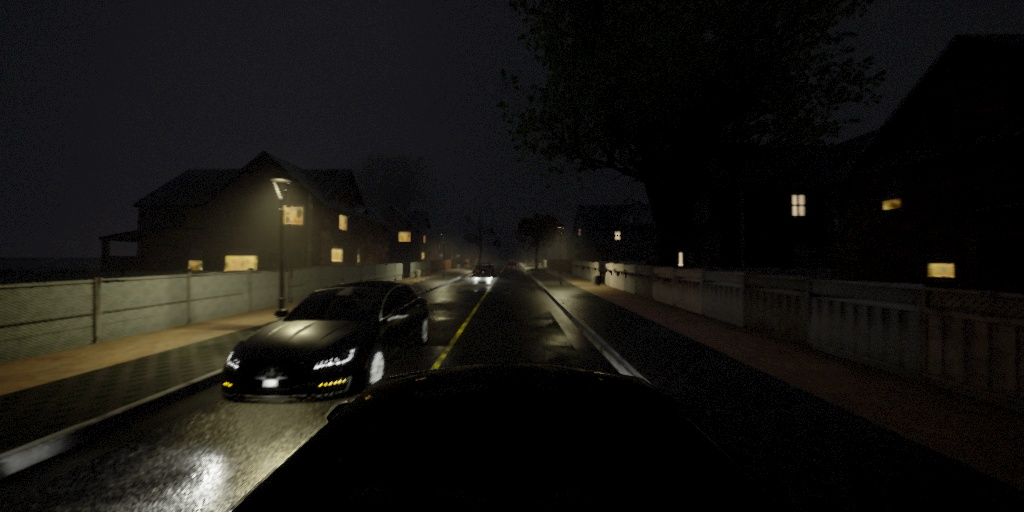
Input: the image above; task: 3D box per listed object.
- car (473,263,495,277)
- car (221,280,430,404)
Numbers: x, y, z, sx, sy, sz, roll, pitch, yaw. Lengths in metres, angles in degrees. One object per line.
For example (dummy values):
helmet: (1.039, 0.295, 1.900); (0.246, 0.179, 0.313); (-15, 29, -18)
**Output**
car: (-2.769, 1.361, 36.365); (1.994, 1.385, 4.181); (0, 0, 0)
car: (-2.844, 1.258, 6.658); (1.837, 1.490, 4.892); (0, 0, 0)
